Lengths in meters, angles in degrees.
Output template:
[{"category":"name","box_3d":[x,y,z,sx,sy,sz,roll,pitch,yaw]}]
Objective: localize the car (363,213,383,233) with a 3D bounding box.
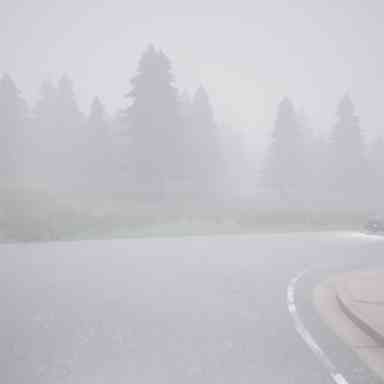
[{"category":"car","box_3d":[11.590,1.592,18.165,4.181,1.385,1.994,0,0,-16]}]
